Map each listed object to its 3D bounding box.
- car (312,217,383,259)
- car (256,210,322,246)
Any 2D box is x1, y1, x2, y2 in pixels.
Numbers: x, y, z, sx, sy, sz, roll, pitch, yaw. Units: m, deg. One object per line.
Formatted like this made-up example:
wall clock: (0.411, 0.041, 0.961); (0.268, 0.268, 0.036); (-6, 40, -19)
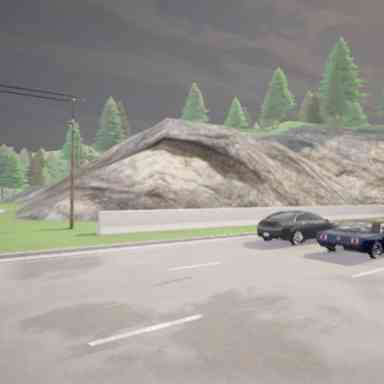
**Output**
car: (7.128, 1.744, 13.240); (4.718, 1.301, 1.895); (1, 0, -35)
car: (5.293, 1.653, 16.226); (4.892, 1.490, 1.837); (0, 0, -35)
